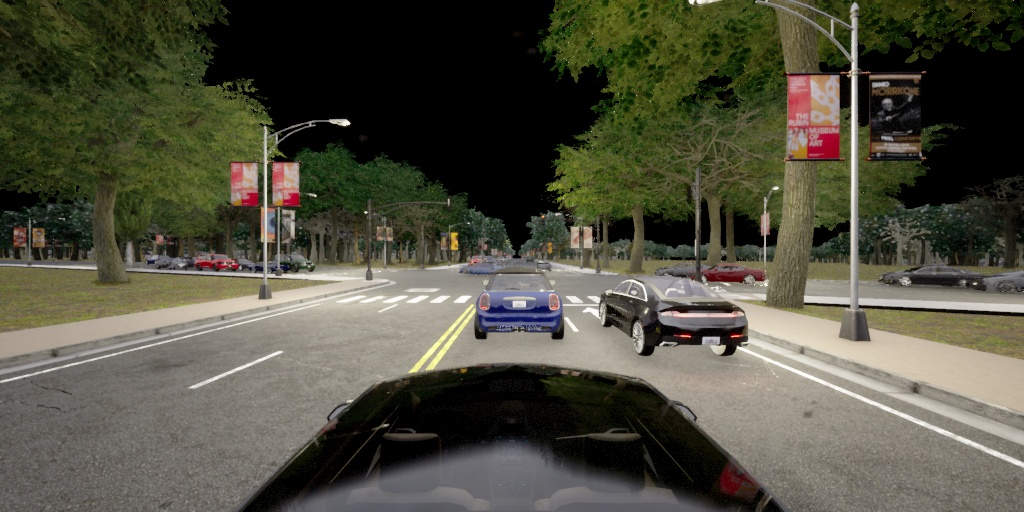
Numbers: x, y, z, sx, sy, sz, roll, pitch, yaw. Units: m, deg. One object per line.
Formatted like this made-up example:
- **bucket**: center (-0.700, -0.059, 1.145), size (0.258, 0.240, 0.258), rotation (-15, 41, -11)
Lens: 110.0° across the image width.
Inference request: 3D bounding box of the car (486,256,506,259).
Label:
- **car**: center (-2.387, 1.108, 55.916), size (2.097, 1.767, 4.553), rotation (0, 0, 1)

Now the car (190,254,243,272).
- **car**: center (-35.091, 0.797, 42.535), size (5.566, 2.045, 2.150), rotation (0, 0, 24)

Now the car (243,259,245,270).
- **car**: center (-34.693, 1.075, 45.925), size (4.892, 1.490, 1.837), rotation (0, 0, 24)

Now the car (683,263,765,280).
- **car**: center (15.843, 1.327, 26.782), size (5.008, 1.535, 1.882), rotation (0, 0, 20)

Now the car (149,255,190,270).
- **car**: center (-44.284, 1.021, 46.655), size (4.902, 1.511, 2.128), rotation (0, 0, 24)

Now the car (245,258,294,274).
- **car**: center (-26.025, 1.225, 38.478), size (4.718, 1.301, 1.895), rotation (0, 0, 27)

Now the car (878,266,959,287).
- **car**: center (28.807, 1.425, 24.895), size (4.892, 1.490, 1.837), rotation (1, 0, 24)

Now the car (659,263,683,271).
- **car**: center (14.986, 1.326, 31.065), size (4.902, 1.511, 2.128), rotation (0, 0, 24)

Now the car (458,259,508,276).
- **car**: center (-2.593, 1.285, 35.348), size (5.357, 1.411, 2.033), rotation (0, 0, 24)

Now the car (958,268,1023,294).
- **car**: center (29.834, 1.499, 20.876), size (4.181, 1.385, 1.994), rotation (0, 0, 24)

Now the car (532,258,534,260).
- **car**: center (4.100, 1.246, 47.123), size (2.128, 1.511, 4.902), rotation (0, 0, 1)

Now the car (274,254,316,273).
- **car**: center (-25.532, 0.840, 41.835), size (5.566, 2.045, 2.150), rotation (0, 0, 24)

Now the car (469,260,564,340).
- **car**: center (0.194, 1.102, 10.170), size (2.097, 1.767, 4.553), rotation (0, 0, 1)

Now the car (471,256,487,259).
- **car**: center (-5.616, 0.978, 57.984), size (2.150, 2.045, 5.566), rotation (0, 0, 1)

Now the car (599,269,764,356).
- **car**: center (3.430, 1.241, 8.582), size (2.128, 1.511, 4.902), rotation (0, 0, 0)
